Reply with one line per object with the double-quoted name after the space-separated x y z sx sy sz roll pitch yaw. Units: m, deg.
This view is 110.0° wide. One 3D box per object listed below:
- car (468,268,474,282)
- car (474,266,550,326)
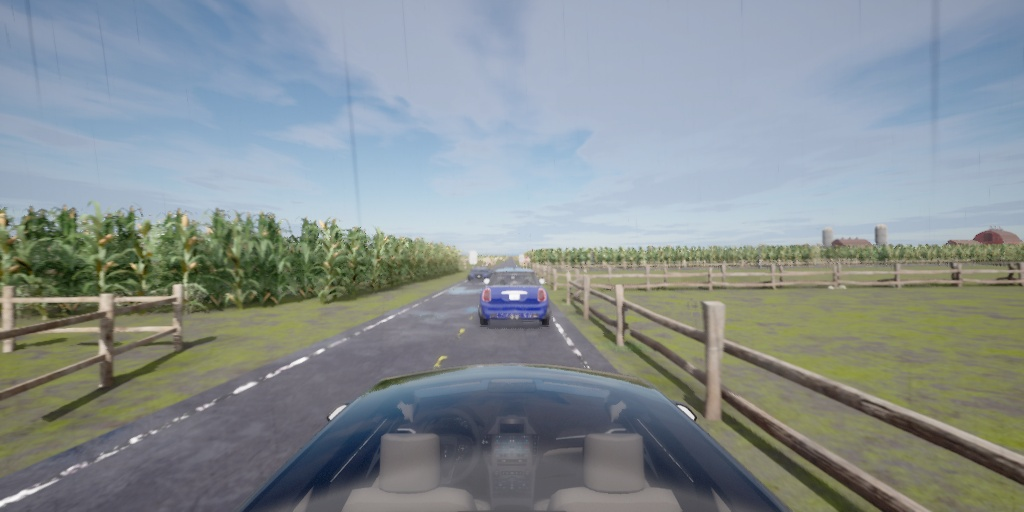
-2.852 1.592 32.662 1.994 1.385 4.181 0 -1 0 "car"
0.080 1.198 12.285 2.097 1.767 4.553 0 -1 0 "car"
